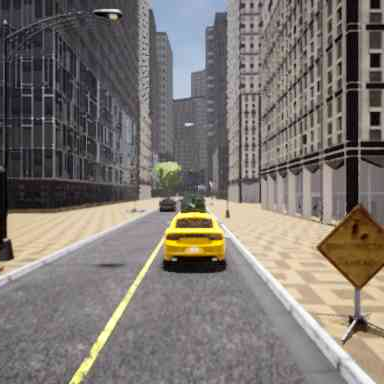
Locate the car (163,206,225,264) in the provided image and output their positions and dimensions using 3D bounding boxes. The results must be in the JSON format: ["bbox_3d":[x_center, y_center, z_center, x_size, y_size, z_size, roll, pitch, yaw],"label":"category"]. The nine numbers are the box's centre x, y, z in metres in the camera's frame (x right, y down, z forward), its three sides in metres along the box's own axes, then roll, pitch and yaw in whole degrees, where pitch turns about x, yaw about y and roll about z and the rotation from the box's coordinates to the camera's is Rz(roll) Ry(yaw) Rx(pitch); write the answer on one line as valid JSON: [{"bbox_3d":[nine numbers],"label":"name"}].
[{"bbox_3d":[0.081,1.491,11.897,1.882,1.535,5.008,0,0,0],"label":"car"}]

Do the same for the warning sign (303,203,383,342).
[{"bbox_3d":[2.519,1.121,5.065,1.300,1.860,1.060,0,0,0],"label":"warning sign"}]

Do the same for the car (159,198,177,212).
[{"bbox_3d":[-2.837,1.525,39.503,1.882,1.535,5.008,0,0,0],"label":"car"}]

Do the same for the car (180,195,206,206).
[{"bbox_3d":[0.100,1.257,30.045,2.150,2.045,5.566,0,0,0],"label":"car"}]
